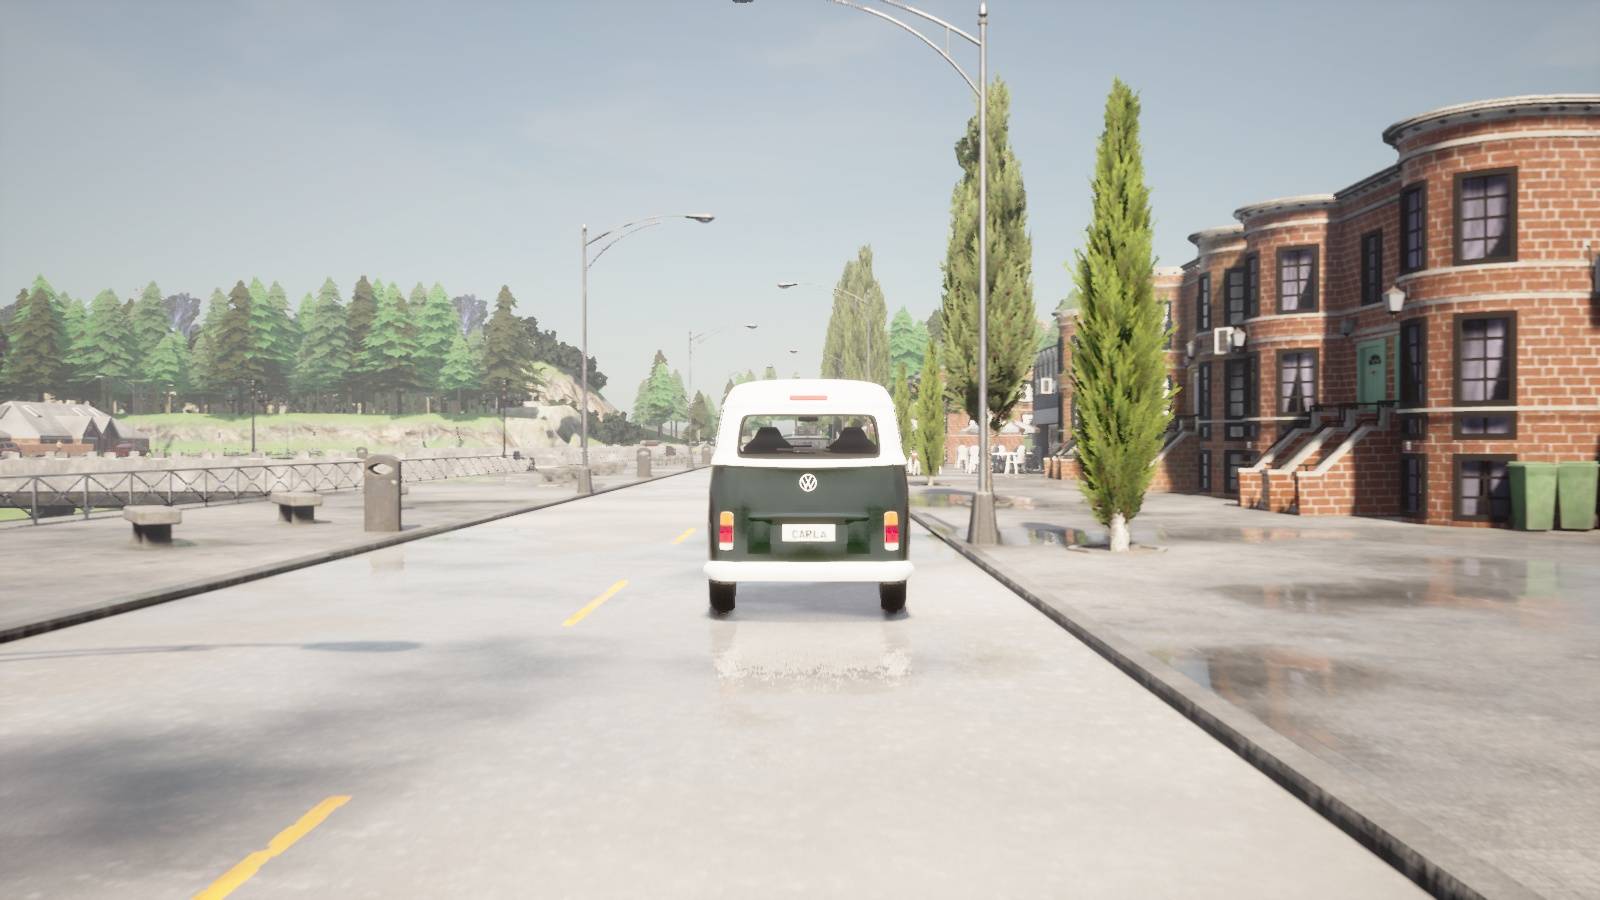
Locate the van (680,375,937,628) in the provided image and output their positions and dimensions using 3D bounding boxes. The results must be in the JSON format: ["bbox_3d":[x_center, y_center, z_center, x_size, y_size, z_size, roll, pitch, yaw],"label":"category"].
[{"bbox_3d":[0.084,0.400,12.361,2.069,2.038,4.480,0,0,0],"label":"van"}]
